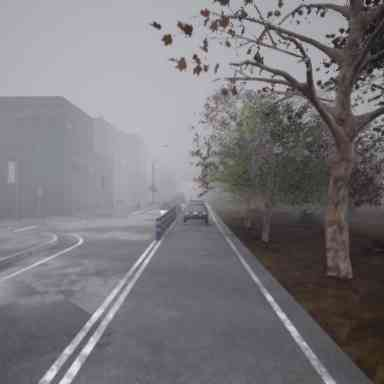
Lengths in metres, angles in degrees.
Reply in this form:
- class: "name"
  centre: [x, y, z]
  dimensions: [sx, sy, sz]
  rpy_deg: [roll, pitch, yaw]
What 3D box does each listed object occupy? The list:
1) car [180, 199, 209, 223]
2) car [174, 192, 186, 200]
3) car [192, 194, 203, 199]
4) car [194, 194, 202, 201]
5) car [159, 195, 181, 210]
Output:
- class: "car"
  centre: [0.299, 1.515, 25.543]
  dimensions: [2.033, 1.411, 5.357]
  rpy_deg: [0, 0, 1]
- class: "car"
  centre: [-2.299, 1.024, 59.172]
  dimensions: [2.150, 2.045, 5.566]
  rpy_deg: [0, 0, 2]
- class: "car"
  centre: [0.679, 1.364, 44.418]
  dimensions: [1.882, 1.535, 5.008]
  rpy_deg: [0, 0, 1]
- class: "car"
  centre: [1.478, 1.178, 77.390]
  dimensions: [1.837, 1.490, 4.892]
  rpy_deg: [0, 0, 1]
- class: "car"
  centre: [-2.851, 1.470, 40.736]
  dimensions: [1.994, 1.385, 4.181]
  rpy_deg: [0, 0, 1]
